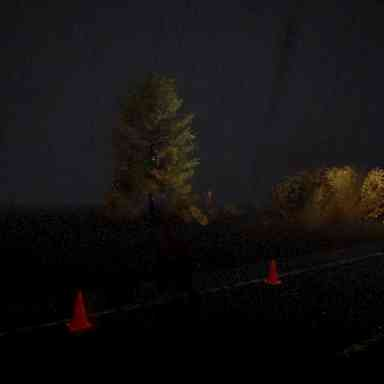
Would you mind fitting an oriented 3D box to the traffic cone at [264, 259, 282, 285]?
[{"bbox_3d":[2.092,2.034,8.574,0.340,0.580,0.340,1,-1,-37],"label":"traffic cone"}]

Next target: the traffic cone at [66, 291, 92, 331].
[{"bbox_3d":[-1.907,1.979,5.642,0.340,0.580,0.340,1,-1,-36],"label":"traffic cone"}]
